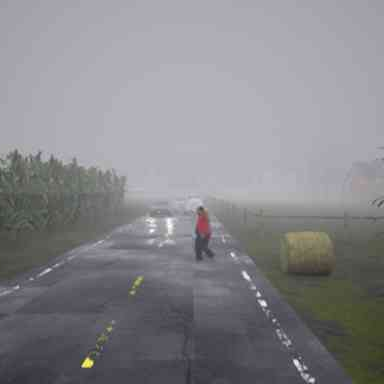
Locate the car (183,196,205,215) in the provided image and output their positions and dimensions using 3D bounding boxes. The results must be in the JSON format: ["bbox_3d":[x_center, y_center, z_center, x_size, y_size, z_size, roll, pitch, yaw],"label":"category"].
[{"bbox_3d":[0.279,1.411,32.531,1.812,1.442,4.674,0,0,0],"label":"car"}]

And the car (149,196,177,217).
[{"bbox_3d":[-2.675,1.399,29.904,1.837,1.490,4.892,0,1,0],"label":"car"}]

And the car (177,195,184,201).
[{"bbox_3d":[-2.334,1.261,70.556,1.994,1.385,4.181,0,0,0],"label":"car"}]

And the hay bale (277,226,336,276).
[{"bbox_3d":[3.173,1.626,9.351,1.220,1.180,1.240,-1,0,0],"label":"hay bale"}]

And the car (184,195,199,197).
[{"bbox_3d":[0.350,1.183,45.430,2.097,1.767,4.553,0,0,1],"label":"car"}]

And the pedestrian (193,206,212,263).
[{"bbox_3d":[0.320,1.260,10.338,0.375,1.860,0.375,1,0,-3],"label":"pedestrian"}]
